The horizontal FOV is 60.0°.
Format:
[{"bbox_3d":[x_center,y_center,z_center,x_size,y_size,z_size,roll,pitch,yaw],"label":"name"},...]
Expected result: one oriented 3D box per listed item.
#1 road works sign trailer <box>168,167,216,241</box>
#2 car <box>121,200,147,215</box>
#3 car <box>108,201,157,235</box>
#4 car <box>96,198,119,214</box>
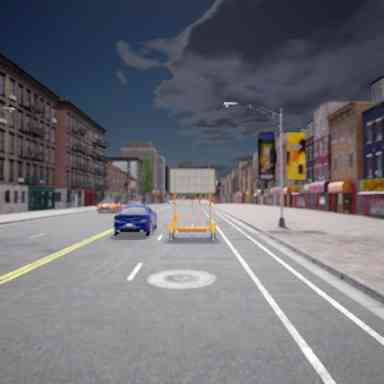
[{"bbox_3d":[0.022,0.501,16.985,2.380,3.560,2.880,0,0,0],"label":"road works sign trailer"},{"bbox_3d":[-6.541,1.737,38.118,2.128,1.511,4.902,0,-1,0],"label":"car"},{"bbox_3d":[-3.126,1.527,19.141,1.882,1.535,5.008,0,0,0],"label":"car"},{"bbox_3d":[-9.787,1.618,39.480,2.097,1.767,4.553,0,-1,0],"label":"car"}]
